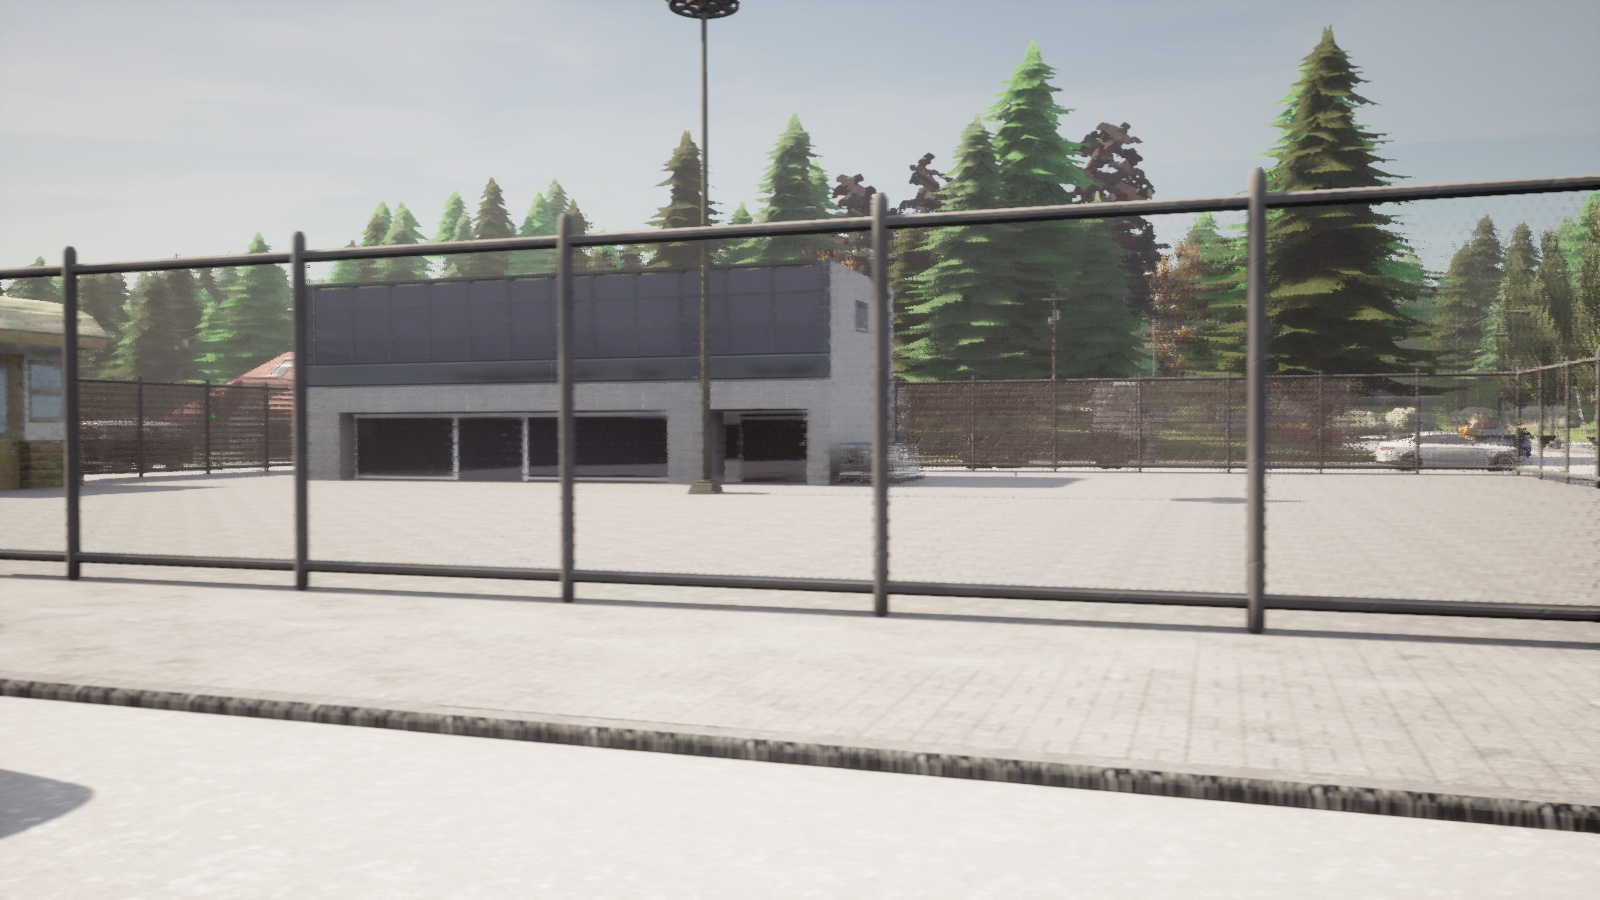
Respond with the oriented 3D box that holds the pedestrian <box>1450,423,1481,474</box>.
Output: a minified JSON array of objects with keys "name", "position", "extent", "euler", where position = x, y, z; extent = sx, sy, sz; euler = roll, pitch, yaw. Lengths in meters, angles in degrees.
[{"name":"pedestrian","position":[24.577,-0.076,46.386],"extent":[0.874,1.855,0.900],"euler":[1,1,19]}]

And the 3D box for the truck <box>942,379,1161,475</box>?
[{"name":"truck","position":[9.682,-0.892,48.257],"extent":[7.936,3.462,2.891],"euler":[1,1,19]}]

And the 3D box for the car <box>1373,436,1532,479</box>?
[{"name":"car","position":[22.707,0.234,43.893],"extent":[4.674,1.442,1.812],"euler":[1,1,19]}]

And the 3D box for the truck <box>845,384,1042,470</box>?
[{"name":"truck","position":[6.147,-0.991,53.666],"extent":[7.936,3.462,2.891],"euler":[1,1,19]}]

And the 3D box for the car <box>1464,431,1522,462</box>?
[{"name":"car","position":[39.061,-0.233,70.917],"extent":[2.033,1.649,4.856],"euler":[1,1,19]}]

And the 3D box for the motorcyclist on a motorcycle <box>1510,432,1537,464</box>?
[{"name":"motorcyclist on a motorcycle","position":[36.603,-0.101,63.551],"extent":[0.866,1.590,1.817],"euler":[1,1,19]}]

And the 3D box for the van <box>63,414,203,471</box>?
[{"name":"van","position":[-25.222,-0.307,47.656],"extent":[2.069,2.038,4.480],"euler":[1,1,19]}]
